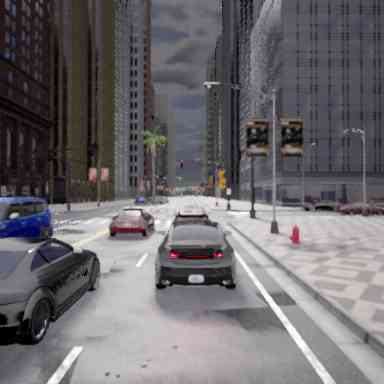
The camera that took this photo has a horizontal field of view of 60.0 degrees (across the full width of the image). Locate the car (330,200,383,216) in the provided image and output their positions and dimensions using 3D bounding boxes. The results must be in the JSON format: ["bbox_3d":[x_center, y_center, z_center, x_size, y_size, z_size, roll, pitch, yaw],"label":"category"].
[{"bbox_3d":[15.257,1.534,30.168,4.206,1.307,1.802,0,0,-1],"label":"car"}]

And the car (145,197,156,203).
[{"bbox_3d":[-9.907,1.889,79.923,1.994,1.385,4.181,0,0,0],"label":"car"}]

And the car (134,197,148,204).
[{"bbox_3d":[-9.900,1.711,64.421,1.882,1.535,5.008,0,0,0],"label":"car"}]

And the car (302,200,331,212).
[{"bbox_3d":[15.110,1.607,38.692,4.313,1.339,1.947,0,0,-1],"label":"car"}]

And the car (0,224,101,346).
[{"bbox_3d":[-3.163,1.557,6.316,1.994,1.385,4.181,0,0,0],"label":"car"}]

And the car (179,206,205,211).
[{"bbox_3d":[0.014,1.503,18.438,2.128,1.511,4.902,0,0,0],"label":"car"}]

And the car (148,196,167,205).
[{"bbox_3d":[-6.654,1.587,64.572,2.097,1.767,4.553,0,0,0],"label":"car"}]

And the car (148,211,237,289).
[{"bbox_3d":[0.083,1.502,9.117,1.837,1.490,4.892,0,0,0],"label":"car"}]

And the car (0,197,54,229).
[{"bbox_3d":[-6.609,1.218,11.155,2.150,2.045,5.566,0,0,0],"label":"car"}]

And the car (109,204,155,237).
[{"bbox_3d":[-3.185,1.575,18.290,1.994,1.385,4.181,0,0,0],"label":"car"}]

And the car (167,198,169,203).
[{"bbox_3d":[-6.657,1.932,79.998,1.895,1.301,4.718,0,0,0],"label":"car"}]

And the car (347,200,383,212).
[{"bbox_3d":[20.750,1.588,38.790,4.313,1.339,1.947,0,0,-1],"label":"car"}]
